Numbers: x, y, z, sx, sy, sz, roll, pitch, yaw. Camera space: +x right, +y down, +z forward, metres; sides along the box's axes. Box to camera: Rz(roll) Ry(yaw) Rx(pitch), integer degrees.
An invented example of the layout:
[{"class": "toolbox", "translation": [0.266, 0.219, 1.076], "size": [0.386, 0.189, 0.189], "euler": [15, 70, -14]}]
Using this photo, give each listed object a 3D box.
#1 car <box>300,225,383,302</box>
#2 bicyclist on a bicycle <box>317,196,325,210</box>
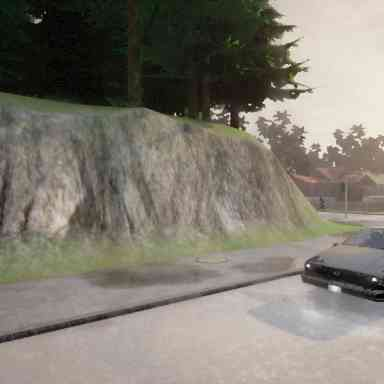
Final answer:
[{"class": "car", "translation": [5.021, 1.547, 8.210], "size": [5.357, 1.411, 2.033], "euler": [0, 0, -36]}, {"class": "bicyclist on a bicycle", "translation": [15.552, 1.349, 39.986], "size": [1.656, 1.620, 0.582], "euler": [0, 0, -36]}]
